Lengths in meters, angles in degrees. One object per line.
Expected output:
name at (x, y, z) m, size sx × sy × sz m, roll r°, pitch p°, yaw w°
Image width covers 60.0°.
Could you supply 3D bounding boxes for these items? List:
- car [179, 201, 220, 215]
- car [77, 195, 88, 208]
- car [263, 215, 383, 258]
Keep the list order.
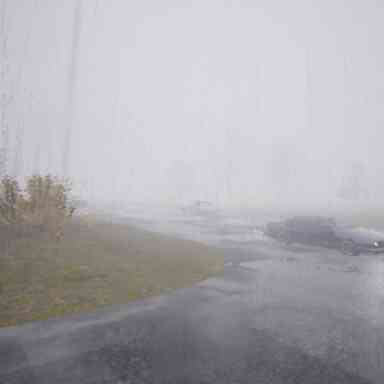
car at (0.616, 1.583, 33.351) m, size 1.895 × 1.301 × 4.718 m, roll 0°, pitch 0°, yaw -35°
car at (-15.493, 1.167, 44.344) m, size 2.097 × 1.767 × 4.553 m, roll 0°, pitch 0°, yaw -35°
car at (5.479, 1.684, 13.945) m, size 2.033 × 1.411 × 5.357 m, roll 0°, pitch 0°, yaw -35°
